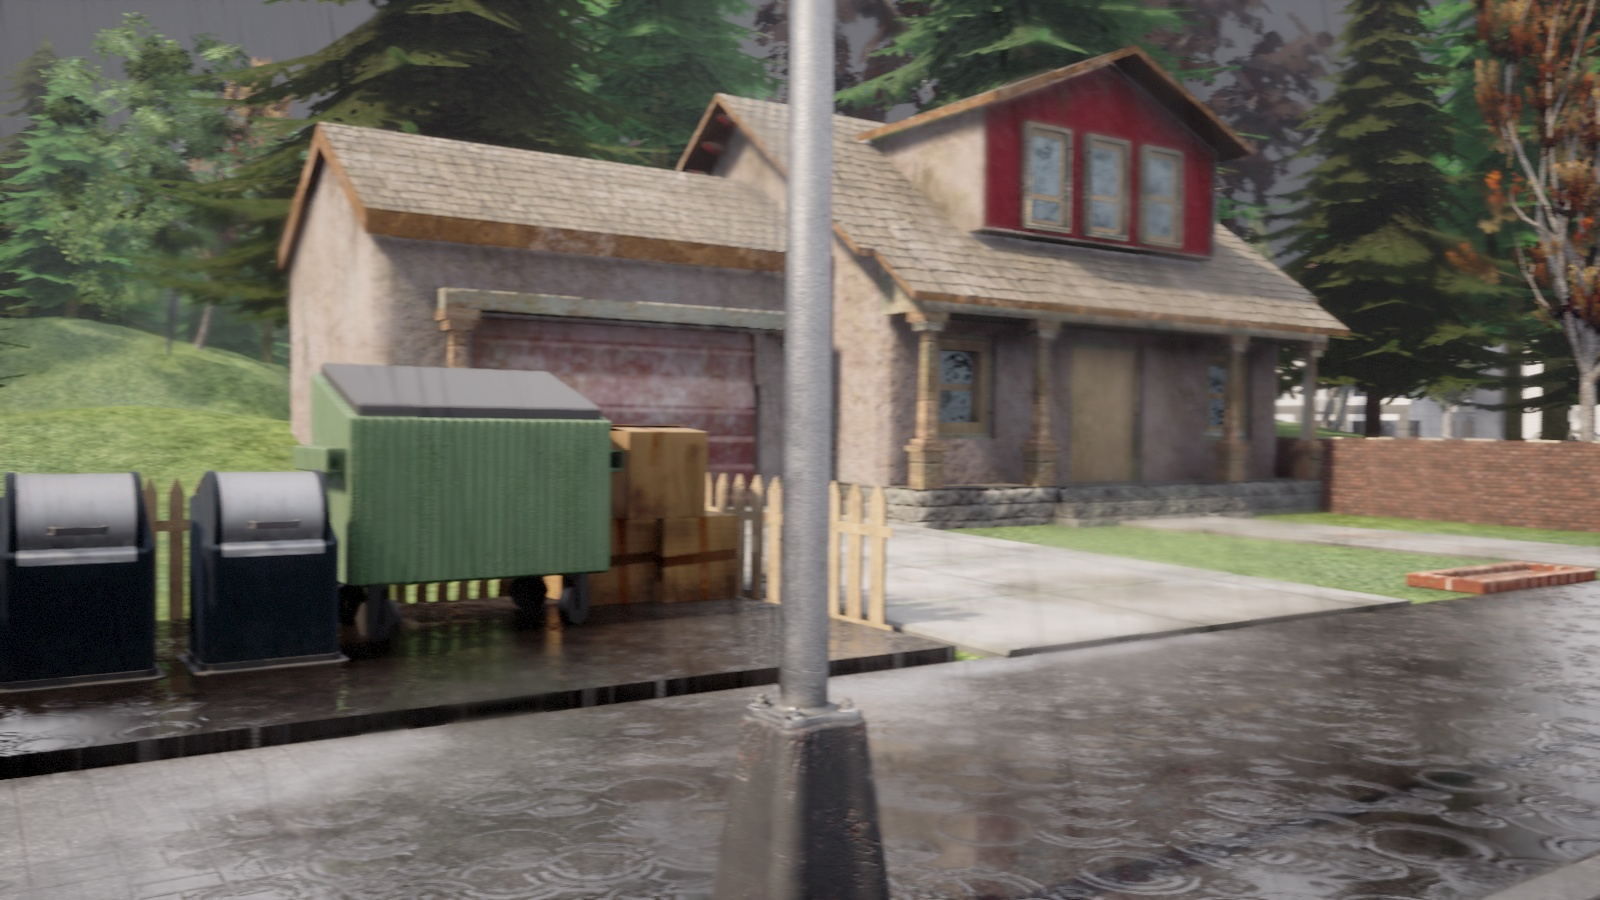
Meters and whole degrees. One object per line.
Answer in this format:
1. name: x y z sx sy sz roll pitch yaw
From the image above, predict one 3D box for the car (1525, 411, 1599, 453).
1. car: 35.620 -0.808 56.690 1.932 1.855 4.605 -1 1 -34
